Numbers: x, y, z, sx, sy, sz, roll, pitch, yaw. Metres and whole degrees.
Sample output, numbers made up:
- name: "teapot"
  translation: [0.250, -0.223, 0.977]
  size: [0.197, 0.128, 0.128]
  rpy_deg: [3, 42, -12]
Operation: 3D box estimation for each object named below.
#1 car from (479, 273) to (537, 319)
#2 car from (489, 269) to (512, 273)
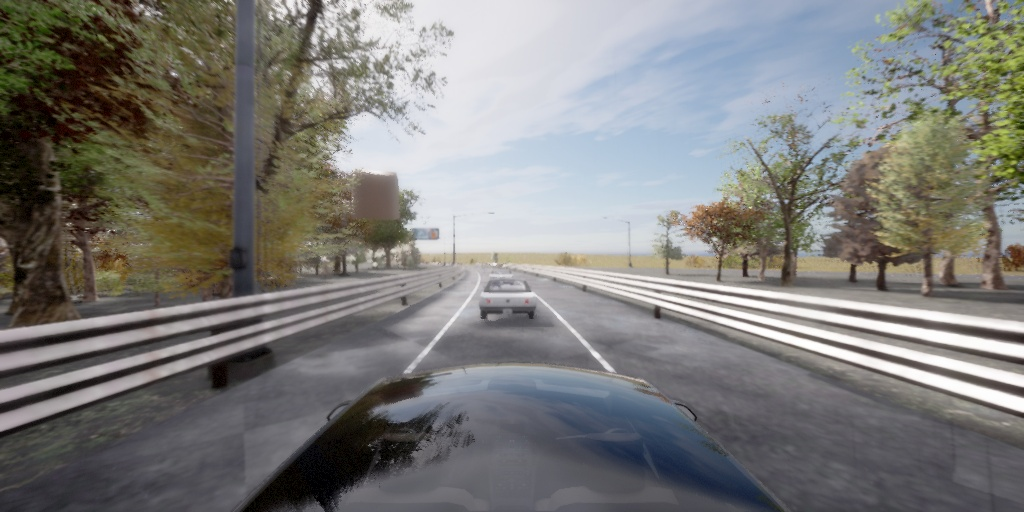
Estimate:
- name: "car"
  translation: [-0.174, 1.489, 13.558]
  size: [1.895, 1.301, 4.718]
  rpy_deg: [0, -1, -1]
- name: "car"
  translation: [-0.888, 1.668, 28.610]
  size: [1.895, 1.301, 4.718]
  rpy_deg: [0, -1, -3]
